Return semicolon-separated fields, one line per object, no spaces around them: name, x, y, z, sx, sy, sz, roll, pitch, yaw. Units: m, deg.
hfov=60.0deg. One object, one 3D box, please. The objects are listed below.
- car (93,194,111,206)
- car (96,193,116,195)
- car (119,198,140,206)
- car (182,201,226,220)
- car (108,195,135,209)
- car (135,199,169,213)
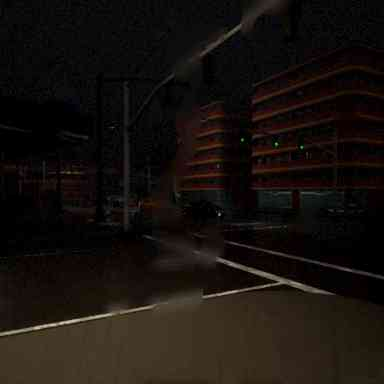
car;-15.328;1.501;55.810;1.837;1.490;4.892;0;1;-28
car;-17.351;1.351;66.378;2.097;1.767;4.553;0;0;-30
car;-10.201;1.601;54.221;1.895;1.301;4.718;0;0;-30
car;0.897;1.491;28.056;2.128;1.511;4.902;0;0;-30
car;-9.483;1.491;45.717;2.128;1.511;4.902;0;0;-30
car;-4.231;1.478;36.778;1.882;1.535;5.008;0;0;-30
